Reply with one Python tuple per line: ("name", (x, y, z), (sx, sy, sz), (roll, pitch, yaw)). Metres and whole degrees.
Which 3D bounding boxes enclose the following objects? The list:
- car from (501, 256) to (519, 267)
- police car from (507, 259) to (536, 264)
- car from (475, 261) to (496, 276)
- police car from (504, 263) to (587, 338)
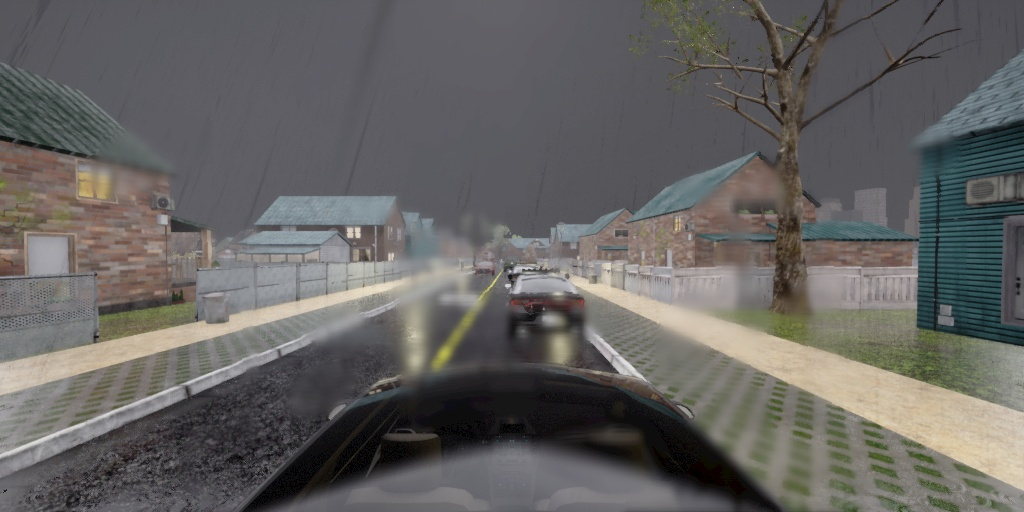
("car", (0.030, 1.027, 47.008), (2.150, 2.045, 5.566), (0, 0, 0))
("police car", (0.829, 1.182, 20.362), (1.930, 1.638, 5.238), (0, 0, 0))
("car", (-2.742, 1.261, 37.718), (1.882, 1.535, 5.008), (0, 0, 0))
("police car", (0.827, 1.175, 10.360), (1.930, 1.638, 5.238), (0, 0, 0))
